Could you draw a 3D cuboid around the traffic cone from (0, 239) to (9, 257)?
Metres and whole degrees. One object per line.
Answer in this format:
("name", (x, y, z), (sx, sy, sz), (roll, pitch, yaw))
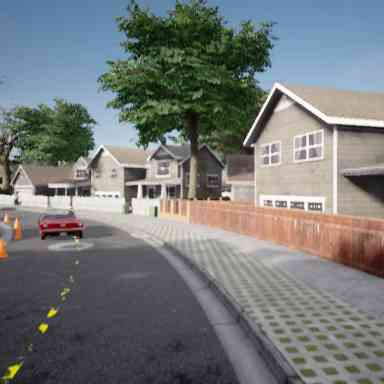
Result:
("traffic cone", (-6.447, 1.900, 11.331), (0.340, 0.580, 0.340), (0, 0, -19))

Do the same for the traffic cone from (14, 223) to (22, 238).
("traffic cone", (-8.200, 1.873, 15.704), (0.340, 0.580, 0.340), (0, 0, -25))

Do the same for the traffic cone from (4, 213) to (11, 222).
("traffic cone", (-13.151, 1.821, 23.704), (0.340, 0.580, 0.340), (0, 0, -38))

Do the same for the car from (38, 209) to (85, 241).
("car", (-6.522, 1.514, 16.434), (1.895, 1.301, 4.718), (0, 0, -26))

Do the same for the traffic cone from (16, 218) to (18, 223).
("traffic cone", (-10.444, 1.846, 19.847), (0.340, 0.580, 0.340), (0, 0, -32))
